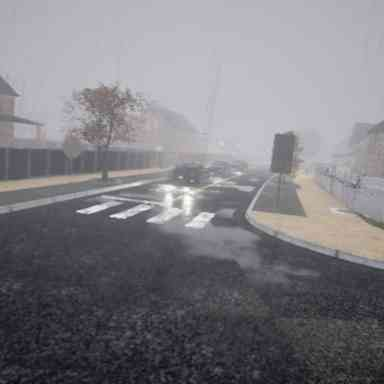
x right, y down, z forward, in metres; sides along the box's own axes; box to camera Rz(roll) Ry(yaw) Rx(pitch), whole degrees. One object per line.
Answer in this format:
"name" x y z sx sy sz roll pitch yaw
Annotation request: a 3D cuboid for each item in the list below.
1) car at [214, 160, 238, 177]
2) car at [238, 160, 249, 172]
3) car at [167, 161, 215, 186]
"car" 2.577 -2.258 31.254 2.033 1.411 5.357 7 8 16
"car" 5.959 -3.353 41.972 2.033 1.411 5.357 7 8 18
"car" -0.112 -1.264 21.897 1.994 1.385 4.181 7 8 15
